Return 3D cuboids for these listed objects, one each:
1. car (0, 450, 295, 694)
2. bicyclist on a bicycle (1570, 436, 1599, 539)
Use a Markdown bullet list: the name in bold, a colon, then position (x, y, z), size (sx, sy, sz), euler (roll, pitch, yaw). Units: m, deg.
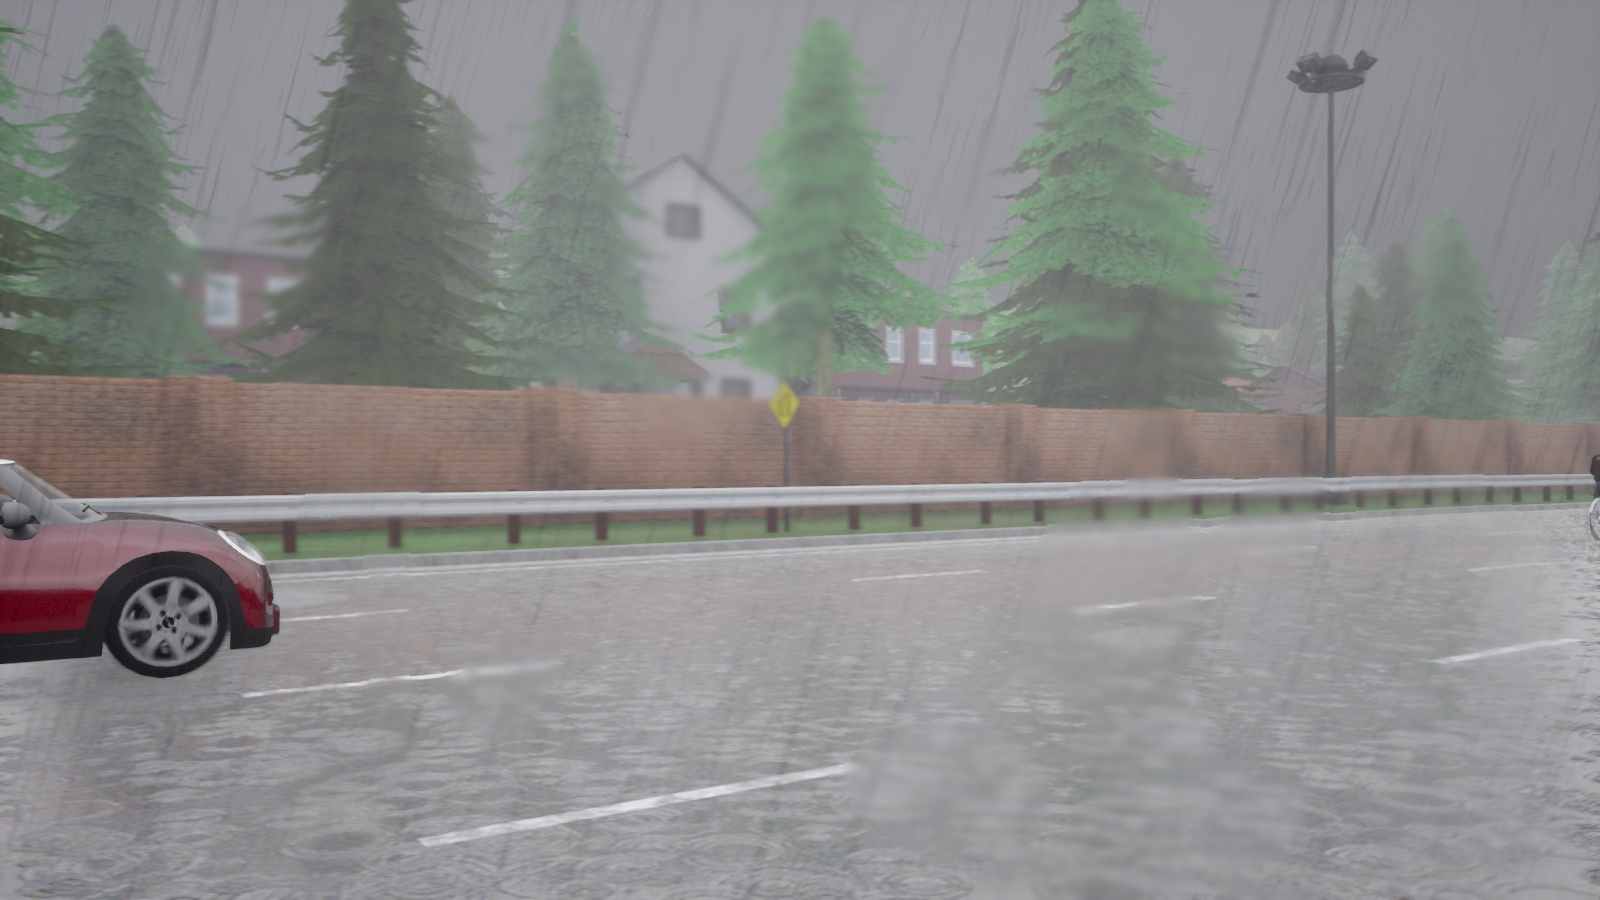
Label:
- **car**: position (-5.578, 0.742, 8.305), size (3.806, 1.475, 1.970), euler (0, 0, -35)
- **bicyclist on a bicycle**: position (14.412, 0.640, 22.220), size (1.843, 1.776, 0.659), euler (0, 0, -35)
